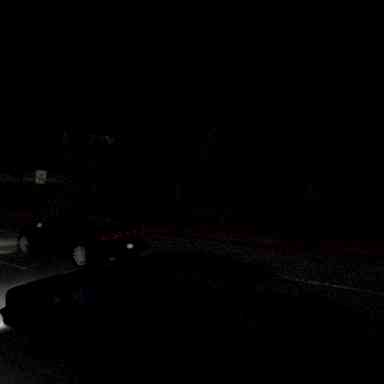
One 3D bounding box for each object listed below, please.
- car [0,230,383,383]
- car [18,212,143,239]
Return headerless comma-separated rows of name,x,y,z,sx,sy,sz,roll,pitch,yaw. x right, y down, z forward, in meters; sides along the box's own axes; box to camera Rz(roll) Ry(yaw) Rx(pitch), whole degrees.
car,-0.269,1.522,4.185,5.357,1.411,2.033,1,0,36
car,-3.789,1.386,10.995,5.008,1.535,1.882,0,0,36
